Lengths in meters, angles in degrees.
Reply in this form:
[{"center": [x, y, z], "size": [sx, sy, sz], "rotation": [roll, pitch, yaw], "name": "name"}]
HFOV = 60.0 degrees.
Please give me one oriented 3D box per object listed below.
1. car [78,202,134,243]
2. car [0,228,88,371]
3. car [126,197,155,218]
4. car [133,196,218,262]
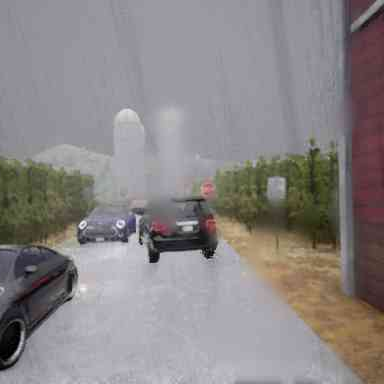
[{"center": [-3.869, 1.330, 15.829], "size": [2.097, 1.767, 4.553], "rotation": [-1, 1, -3], "name": "car"}, {"center": [-3.385, 1.617, 5.570], "size": [1.994, 1.385, 4.181], "rotation": [-1, 0, -3], "name": "car"}, {"center": [-4.436, 1.301, 29.354], "size": [1.882, 1.535, 5.008], "rotation": [-1, 0, -2], "name": "car"}, {"center": [-0.760, 1.207, 12.354], "size": [2.150, 2.045, 5.566], "rotation": [-2, 0, -14], "name": "car"}]
